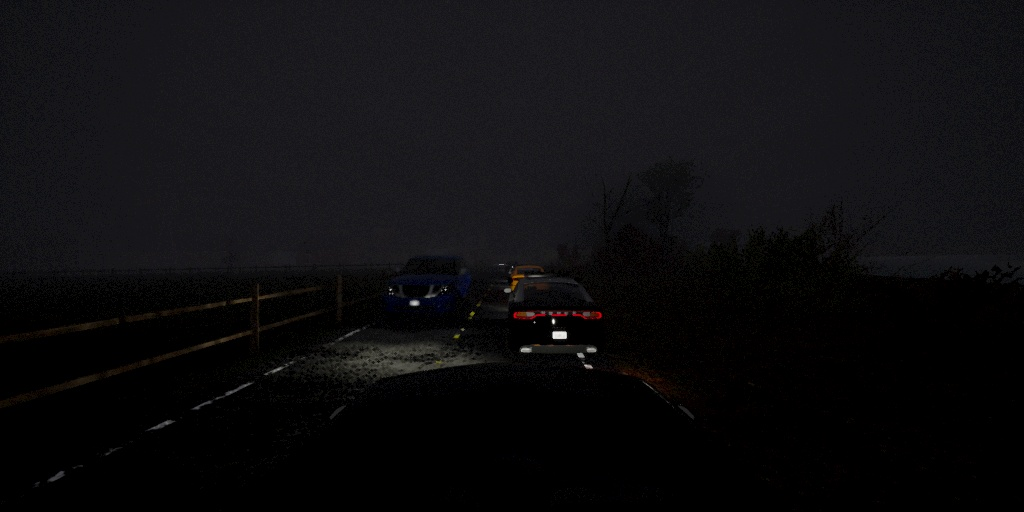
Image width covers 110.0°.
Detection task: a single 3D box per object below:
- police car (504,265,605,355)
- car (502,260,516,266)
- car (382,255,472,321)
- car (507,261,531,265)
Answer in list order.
[{"bbox_3d":[0.832,1.174,8.825,1.930,1.638,5.238,0,0,0],"label":"police car"},{"bbox_3d":[0.086,1.335,46.614,1.994,1.385,4.181,0,0,0],"label":"car"},{"bbox_3d":[-2.738,0.971,12.851,2.150,2.045,5.566,0,0,0],"label":"car"},{"bbox_3d":[0.841,1.228,18.715,1.882,1.535,5.008,0,0,0],"label":"car"}]
